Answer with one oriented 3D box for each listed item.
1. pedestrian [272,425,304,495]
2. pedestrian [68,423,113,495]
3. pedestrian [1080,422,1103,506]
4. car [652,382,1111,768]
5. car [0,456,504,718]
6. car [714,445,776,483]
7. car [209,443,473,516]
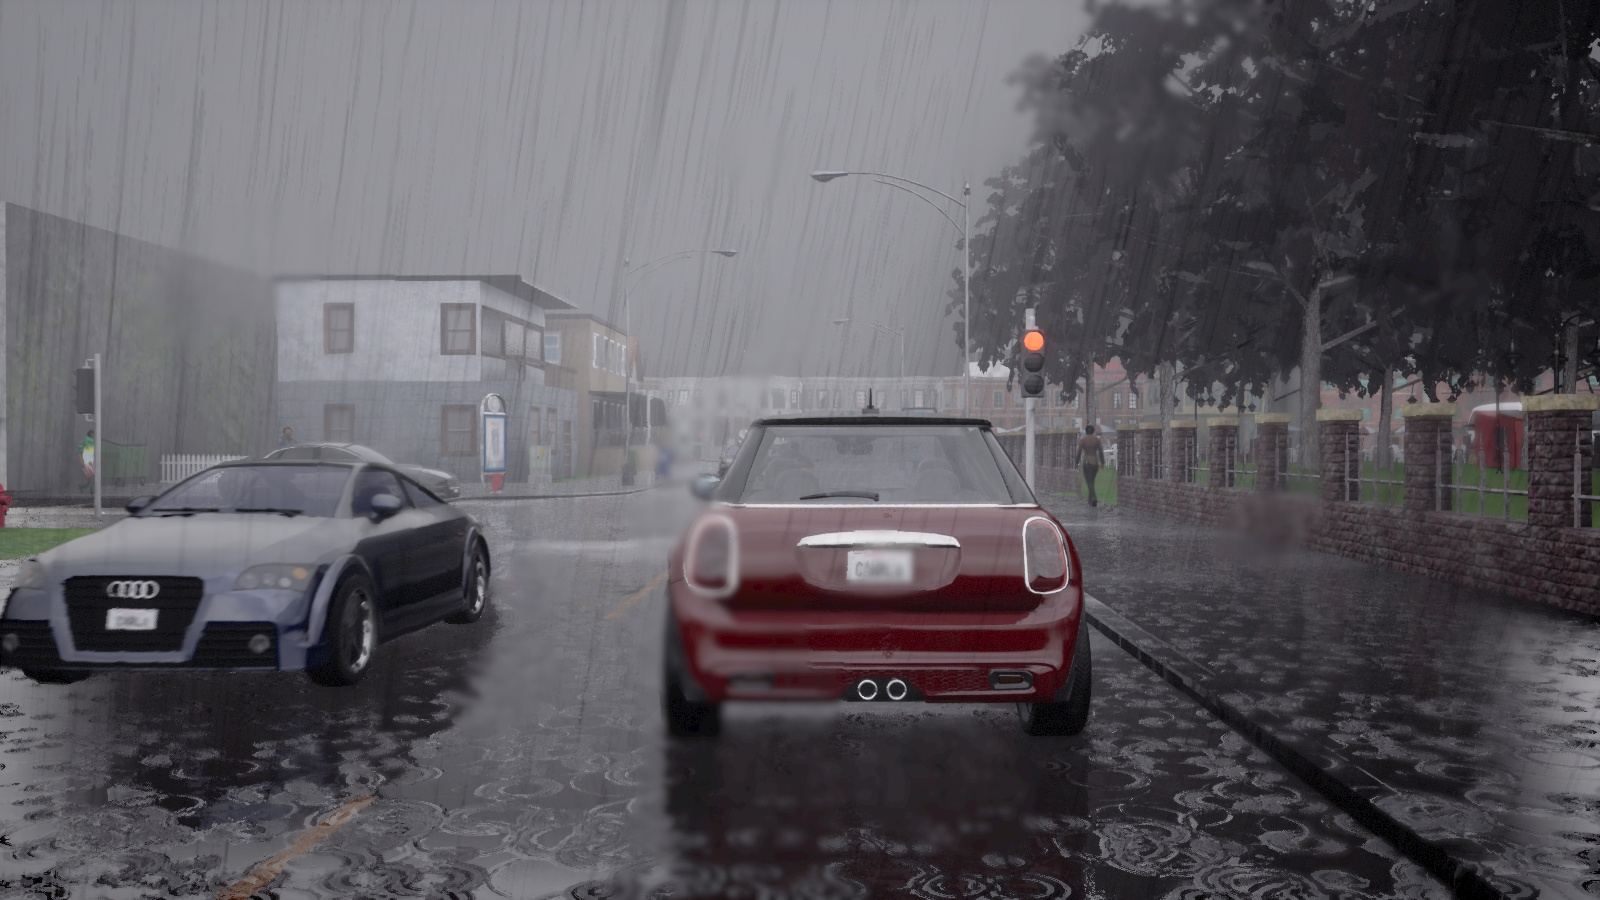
[{"bbox_3d":[-13.722,0.255,33.651,0.694,1.848,0.540,0,0,43],"label":"pedestrian"},{"bbox_3d":[-19.563,0.245,34.637,0.873,1.952,0.659,0,0,13],"label":"pedestrian"},{"bbox_3d":[6.391,0.306,27.565,0.328,1.805,0.869,0,0,2],"label":"pedestrian"},{"bbox_3d":[0.361,0.560,8.016,2.097,1.767,4.553,0,0,0],"label":"car"},{"bbox_3d":[-3.681,0.757,8.974,1.994,1.385,4.181,0,0,2],"label":"car"},{"bbox_3d":[-2.120,0.509,50.148,2.033,1.411,5.357,0,0,2],"label":"car"},{"bbox_3d":[-9.608,0.594,26.520,4.892,1.490,1.837,0,0,2],"label":"car"}]
